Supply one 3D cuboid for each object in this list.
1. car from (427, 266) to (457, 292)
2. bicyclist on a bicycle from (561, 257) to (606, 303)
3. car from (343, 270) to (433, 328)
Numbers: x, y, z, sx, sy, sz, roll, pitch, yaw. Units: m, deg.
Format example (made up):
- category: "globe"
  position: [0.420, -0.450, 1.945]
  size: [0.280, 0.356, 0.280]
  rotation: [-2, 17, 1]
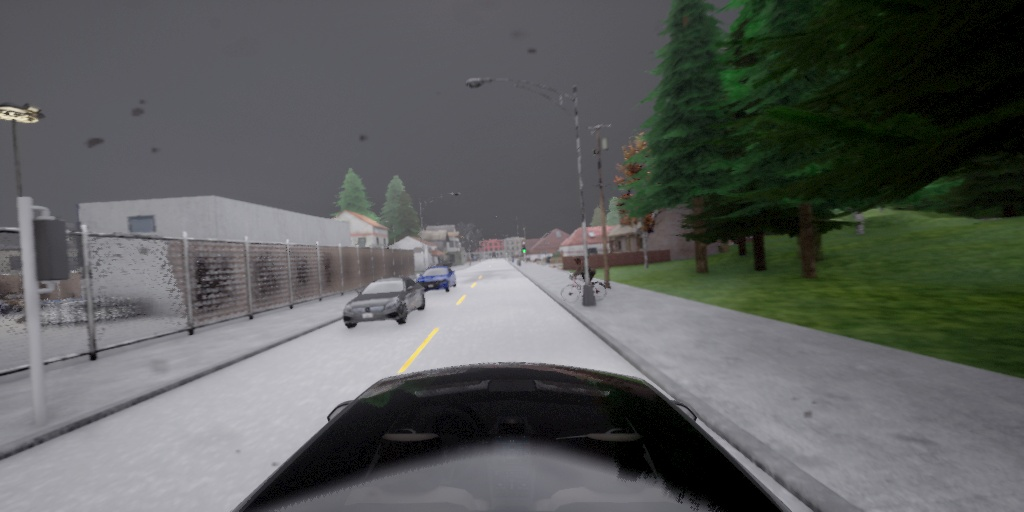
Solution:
- category: "car"
  position: [-4.714, 1.422, 22.920]
  size: [1.882, 1.535, 5.008]
  rotation: [-4, 0, -2]
- category: "bicyclist on a bicycle"
  position: [2.553, 0.859, 12.910]
  size: [1.656, 1.620, 0.582]
  rotation: [-4, 0, -2]
- category: "car"
  position: [-4.378, 1.505, 12.972]
  size: [1.812, 1.442, 4.674]
  rotation: [-4, 0, -2]
